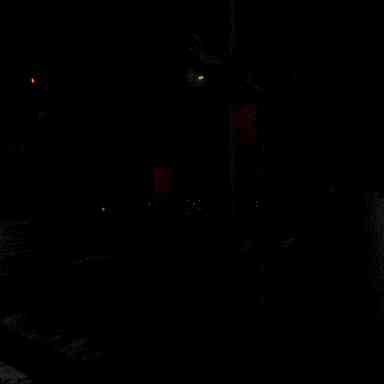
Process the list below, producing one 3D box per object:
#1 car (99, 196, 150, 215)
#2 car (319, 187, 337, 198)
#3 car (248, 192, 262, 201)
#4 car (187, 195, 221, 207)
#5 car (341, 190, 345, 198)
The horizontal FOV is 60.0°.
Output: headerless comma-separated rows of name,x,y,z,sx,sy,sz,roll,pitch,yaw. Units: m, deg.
car,-5.740,1.087,28.749,2.128,1.511,4.902,0,1,35
car,24.951,0.101,61.056,2.150,2.045,5.566,0,1,35
car,10.690,0.662,52.139,2.033,1.411,5.357,0,1,35
car,1.466,0.978,39.074,1.895,1.301,4.718,0,1,35
car,28.202,0.375,60.028,1.837,1.490,4.892,0,1,34
